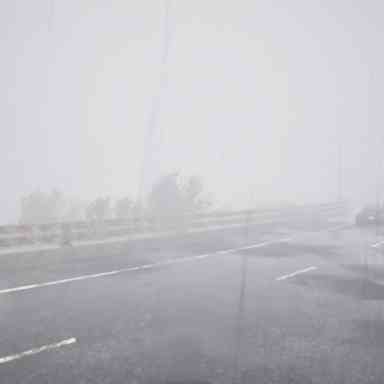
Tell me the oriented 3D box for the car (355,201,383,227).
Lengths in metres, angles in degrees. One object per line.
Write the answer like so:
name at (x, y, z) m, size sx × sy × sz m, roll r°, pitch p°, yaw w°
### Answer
car at (12.172, 1.518, 21.779) m, size 1.994 × 1.385 × 4.181 m, roll 0°, pitch 0°, yaw 40°
